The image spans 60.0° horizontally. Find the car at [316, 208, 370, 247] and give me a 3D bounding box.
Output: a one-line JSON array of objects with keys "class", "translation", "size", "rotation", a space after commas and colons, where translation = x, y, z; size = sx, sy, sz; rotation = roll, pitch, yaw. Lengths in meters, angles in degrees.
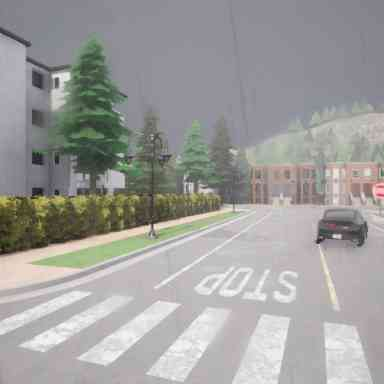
[{"class": "car", "translation": [6.925, 1.517, 15.256], "size": [1.837, 1.490, 4.892], "rotation": [1, 0, 29]}]
